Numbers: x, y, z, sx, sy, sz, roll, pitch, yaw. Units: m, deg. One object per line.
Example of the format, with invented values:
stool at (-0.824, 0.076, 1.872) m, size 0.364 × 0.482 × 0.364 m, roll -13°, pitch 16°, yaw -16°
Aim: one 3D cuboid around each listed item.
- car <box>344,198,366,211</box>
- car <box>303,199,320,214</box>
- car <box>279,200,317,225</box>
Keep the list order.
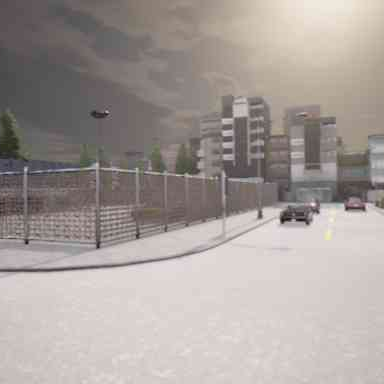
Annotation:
car at (17.199, 1.276, 35.207) m, size 1.994 × 1.385 × 4.181 m, roll -1°, pitch 0°, yaw 24°
car at (11.362, 1.368, 32.317) m, size 1.994 × 1.385 × 4.181 m, roll -1°, pitch 0°, yaw 24°
car at (7.307, 1.474, 23.101) m, size 1.895 × 1.301 × 4.718 m, roll -1°, pitch 0°, yaw 24°
